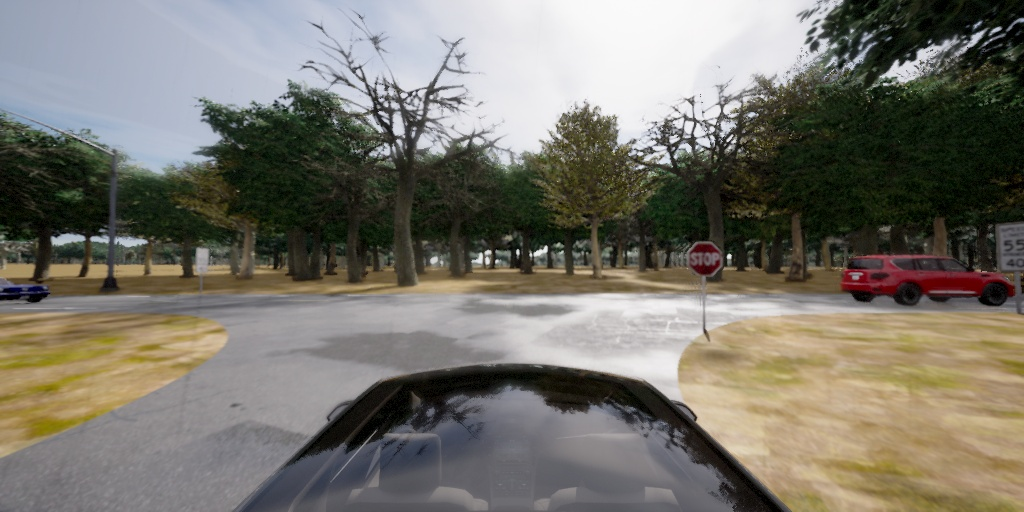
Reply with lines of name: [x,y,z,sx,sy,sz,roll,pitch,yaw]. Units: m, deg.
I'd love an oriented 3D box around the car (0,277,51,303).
car: [-24.292,1.589,16.337,4.718,1.301,1.895,-1,-2,2]

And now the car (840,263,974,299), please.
car: [20.467,1.278,18.775,4.553,1.767,2.097,0,-2,2]

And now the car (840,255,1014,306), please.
car: [17.379,1.010,15.269,5.566,2.045,2.150,0,-2,2]
